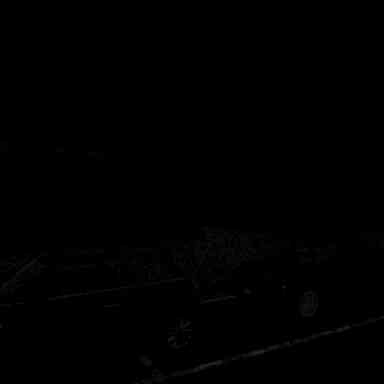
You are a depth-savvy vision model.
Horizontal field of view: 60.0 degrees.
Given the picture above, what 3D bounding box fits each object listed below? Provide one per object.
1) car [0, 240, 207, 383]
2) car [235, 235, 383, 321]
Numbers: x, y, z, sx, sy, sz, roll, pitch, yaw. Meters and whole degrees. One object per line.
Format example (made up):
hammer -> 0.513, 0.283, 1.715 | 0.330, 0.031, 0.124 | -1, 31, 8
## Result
car -> -1.913, 1.579, 4.949 | 4.097, 1.590, 1.967 | 0, -1, -28
car -> 3.069, 1.715, 7.558 | 4.507, 1.381, 1.887 | 0, -1, -28
